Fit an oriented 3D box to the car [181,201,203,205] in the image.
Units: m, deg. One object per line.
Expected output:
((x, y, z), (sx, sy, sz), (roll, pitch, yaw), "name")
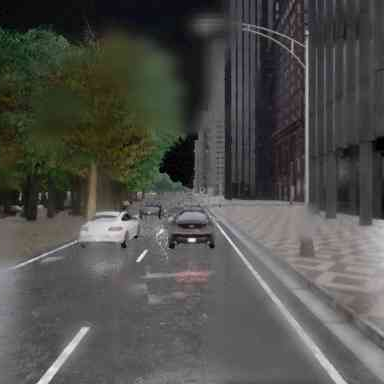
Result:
((0.000, 1.517, 29.651), (2.128, 1.511, 4.902), (0, 0, 0), "car")

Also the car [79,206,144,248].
((-3.500, 1.536, 14.651), (1.812, 1.442, 4.674), (0, 0, 0), "car")

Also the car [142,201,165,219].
((-3.500, 1.517, 29.652), (2.128, 1.511, 4.902), (0, 0, 0), "car")

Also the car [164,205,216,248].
((0.000, 1.520, 14.651), (1.837, 1.490, 4.892), (0, 0, 0), "car")
